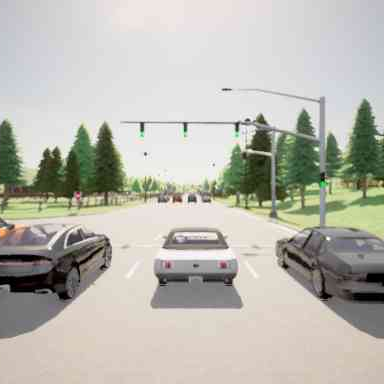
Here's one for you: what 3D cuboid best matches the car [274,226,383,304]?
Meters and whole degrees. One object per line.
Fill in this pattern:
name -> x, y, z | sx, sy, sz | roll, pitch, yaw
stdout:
car -> 3.590, 1.592, 8.457 | 2.033, 1.411, 5.357 | 0, 0, 0

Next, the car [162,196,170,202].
car -> -6.966, 1.792, 88.969 | 1.837, 1.490, 4.892 | 0, 0, 0

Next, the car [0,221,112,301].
car -> -3.410, 1.536, 8.427 | 2.128, 1.511, 4.902 | 0, 0, 0

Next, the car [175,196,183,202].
car -> -3.466, 1.817, 88.968 | 2.128, 1.511, 4.902 | 0, 0, 0

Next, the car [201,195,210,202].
car -> 3.534, 1.647, 88.936 | 2.097, 1.767, 4.553 | 0, 0, 0

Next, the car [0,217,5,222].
car -> -6.906, 1.406, 10.503 | 2.097, 1.767, 4.553 | 0, 0, 0

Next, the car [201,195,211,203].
car -> 3.530, 1.923, 78.544 | 2.128, 1.511, 4.902 | 0, 0, 0

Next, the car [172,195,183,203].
car -> -3.470, 1.623, 78.579 | 2.150, 2.045, 5.566 | 0, 0, 0

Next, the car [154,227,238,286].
car -> 0.093, 1.651, 9.555 | 1.895, 1.301, 4.718 | 0, 0, 0

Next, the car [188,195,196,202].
car -> 0.034, 1.647, 88.937 | 2.097, 1.767, 4.553 | 0, 0, 0

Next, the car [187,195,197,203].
car -> 0.030, 1.623, 78.577 | 2.150, 2.045, 5.566 | 0, 0, 0

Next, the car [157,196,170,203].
car -> -6.970, 1.755, 78.936 | 2.097, 1.767, 4.553 | 0, 0, 0
